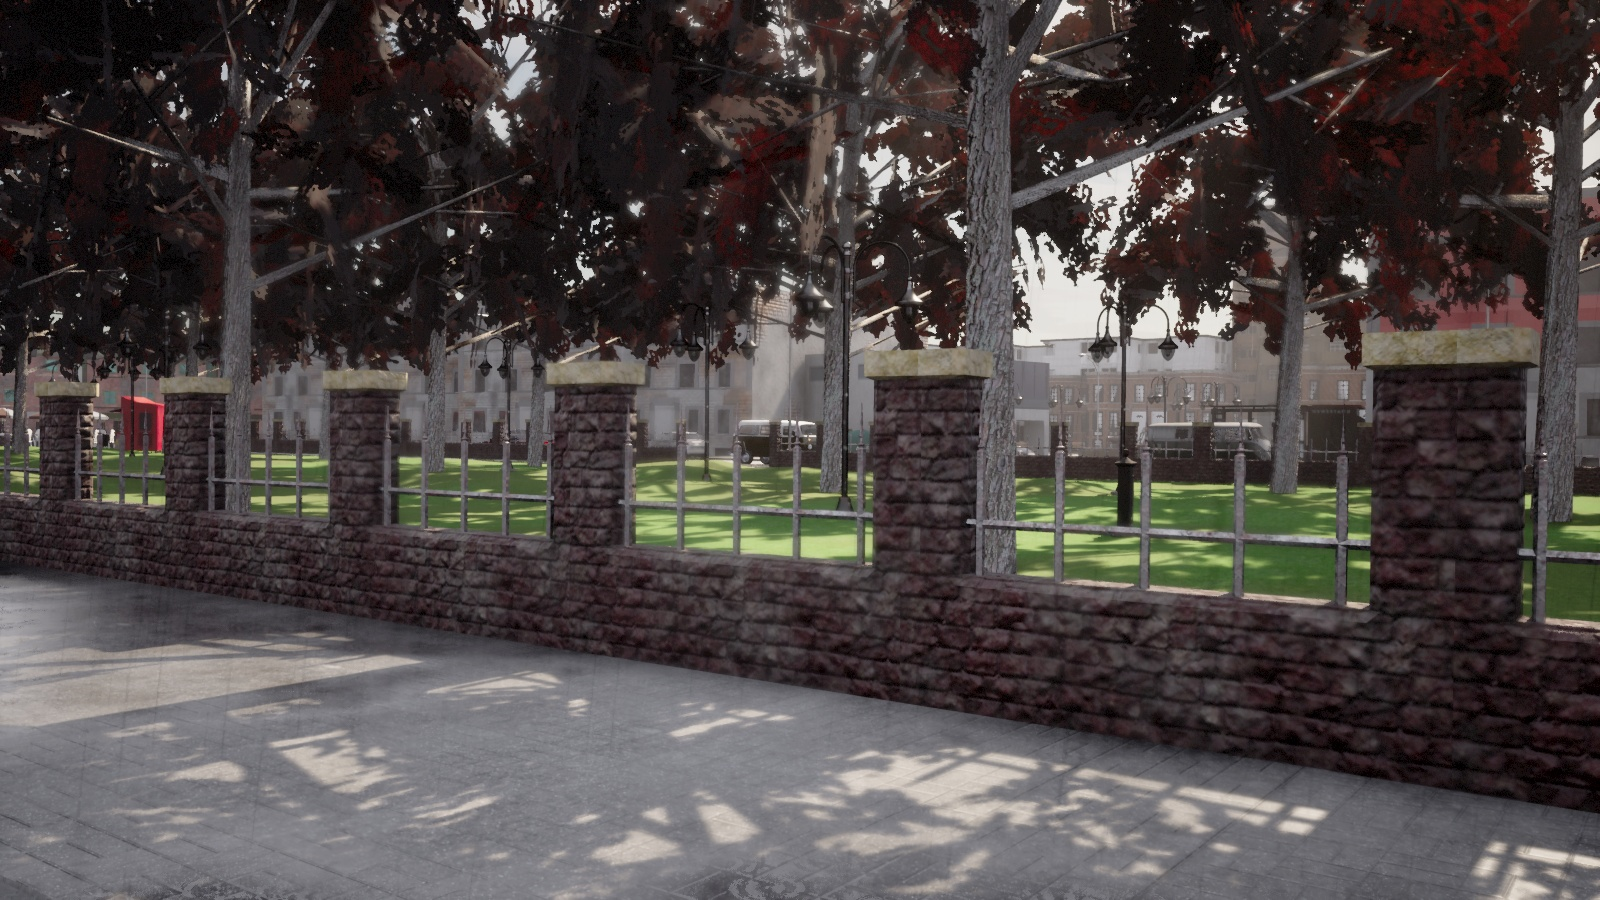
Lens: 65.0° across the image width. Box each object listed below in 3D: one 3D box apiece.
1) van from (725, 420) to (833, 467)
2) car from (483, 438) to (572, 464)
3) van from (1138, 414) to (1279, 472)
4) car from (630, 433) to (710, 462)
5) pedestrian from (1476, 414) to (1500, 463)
[{"bbox_3d":[-0.945,-0.305,56.268,4.480,2.038,2.069,0,1,36],"label":"van"},{"bbox_3d":[-14.376,0.059,66.170,4.718,1.301,1.895,0,1,36],"label":"car"},{"bbox_3d":[14.553,-0.260,44.835,4.442,1.987,1.775,0,1,36],"label":"van"},{"bbox_3d":[-6.813,-0.137,65.567,3.806,1.475,1.970,0,1,36],"label":"car"},{"bbox_3d":[26.041,-0.444,47.535,0.376,1.854,0.720,-1,1,-42],"label":"pedestrian"}]
